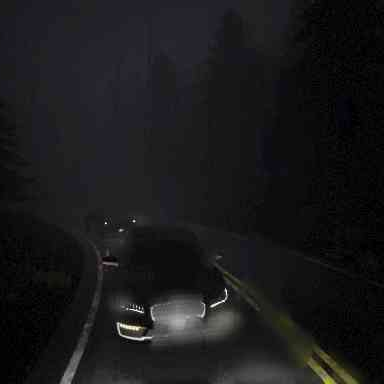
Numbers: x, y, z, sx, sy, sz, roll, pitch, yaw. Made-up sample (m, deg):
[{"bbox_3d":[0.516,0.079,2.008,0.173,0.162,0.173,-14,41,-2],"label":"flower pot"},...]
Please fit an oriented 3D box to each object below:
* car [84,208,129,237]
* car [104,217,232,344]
[{"bbox_3d":[-4.629,1.610,18.534,1.895,1.301,4.718,-3,1,-29],"label":"car"},{"bbox_3d":[-0.643,1.494,6.793,1.837,1.490,4.892,-1,0,-11],"label":"car"}]
